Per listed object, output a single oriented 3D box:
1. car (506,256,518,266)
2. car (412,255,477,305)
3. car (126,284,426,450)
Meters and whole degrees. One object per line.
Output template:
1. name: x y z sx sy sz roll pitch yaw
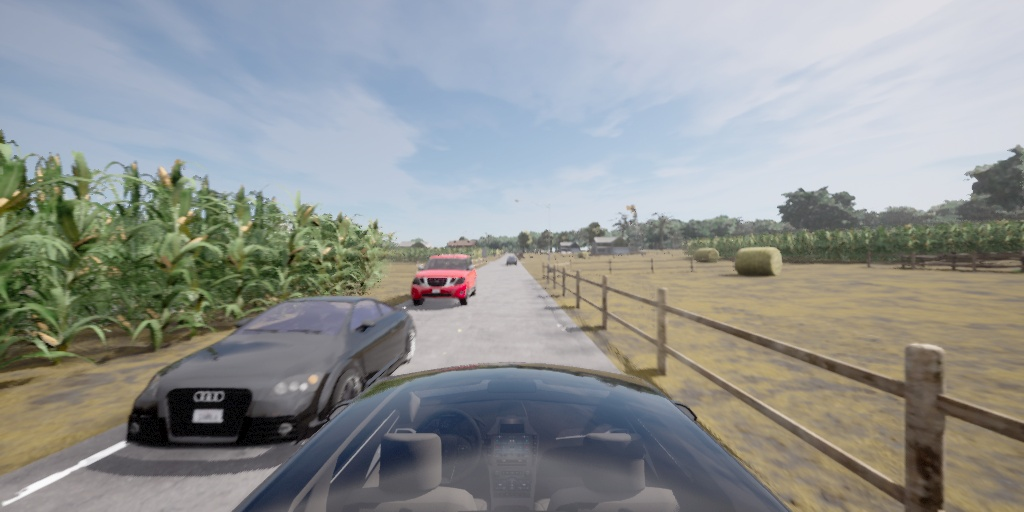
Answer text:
1. car: -0.035 0.930 61.955 2.128 1.511 4.902 0 0 0
2. car: -2.834 0.957 16.154 2.150 2.045 5.566 0 0 0
3. car: -2.844 1.316 5.355 1.994 1.385 4.181 0 0 0
